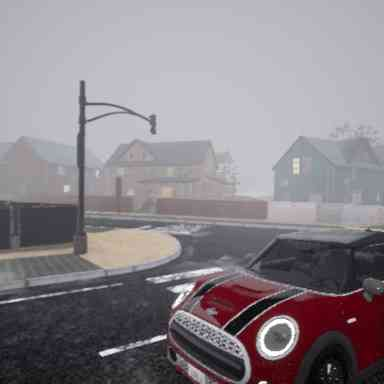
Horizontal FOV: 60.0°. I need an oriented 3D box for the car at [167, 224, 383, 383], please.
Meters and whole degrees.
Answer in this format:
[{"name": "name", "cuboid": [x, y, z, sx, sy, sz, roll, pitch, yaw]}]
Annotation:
[{"name": "car", "cuboid": [1.883, 1.409, 4.905, 4.553, 1.767, 2.097, 1, -1, -35]}]
